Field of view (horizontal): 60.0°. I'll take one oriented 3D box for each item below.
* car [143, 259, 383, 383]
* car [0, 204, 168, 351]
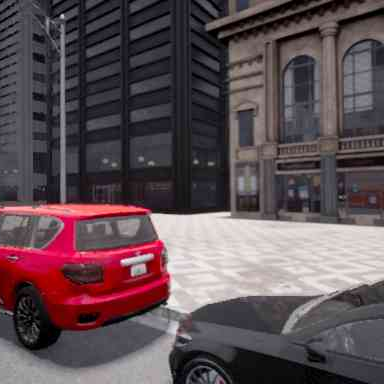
[{"bbox_3d":[1.928,1.543,2.972,4.674,1.442,1.812,0,0,36],"label":"car"},{"bbox_3d":[-2.966,1.247,6.496,5.566,2.045,2.150,0,0,36],"label":"car"}]
